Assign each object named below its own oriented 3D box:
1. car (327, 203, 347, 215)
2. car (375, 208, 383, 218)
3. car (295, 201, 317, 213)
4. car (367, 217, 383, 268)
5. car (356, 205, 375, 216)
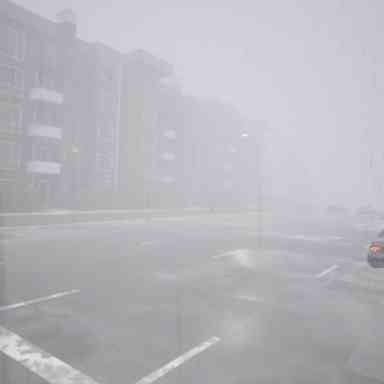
[{"bbox_3d":[19.762,2.250,45.336,1.812,1.442,4.674,3,0,37],"label":"car"},{"bbox_3d":[21.373,2.348,35.822,1.812,1.442,4.674,3,0,37],"label":"car"},{"bbox_3d":[15.828,2.043,45.934,2.128,1.511,4.902,3,0,37],"label":"car"},{"bbox_3d":[7.487,1.838,11.559,2.033,1.411,5.357,3,0,38],"label":"car"},{"bbox_3d":[23.147,2.439,44.022,1.994,1.385,4.181,3,0,37],"label":"car"}]
